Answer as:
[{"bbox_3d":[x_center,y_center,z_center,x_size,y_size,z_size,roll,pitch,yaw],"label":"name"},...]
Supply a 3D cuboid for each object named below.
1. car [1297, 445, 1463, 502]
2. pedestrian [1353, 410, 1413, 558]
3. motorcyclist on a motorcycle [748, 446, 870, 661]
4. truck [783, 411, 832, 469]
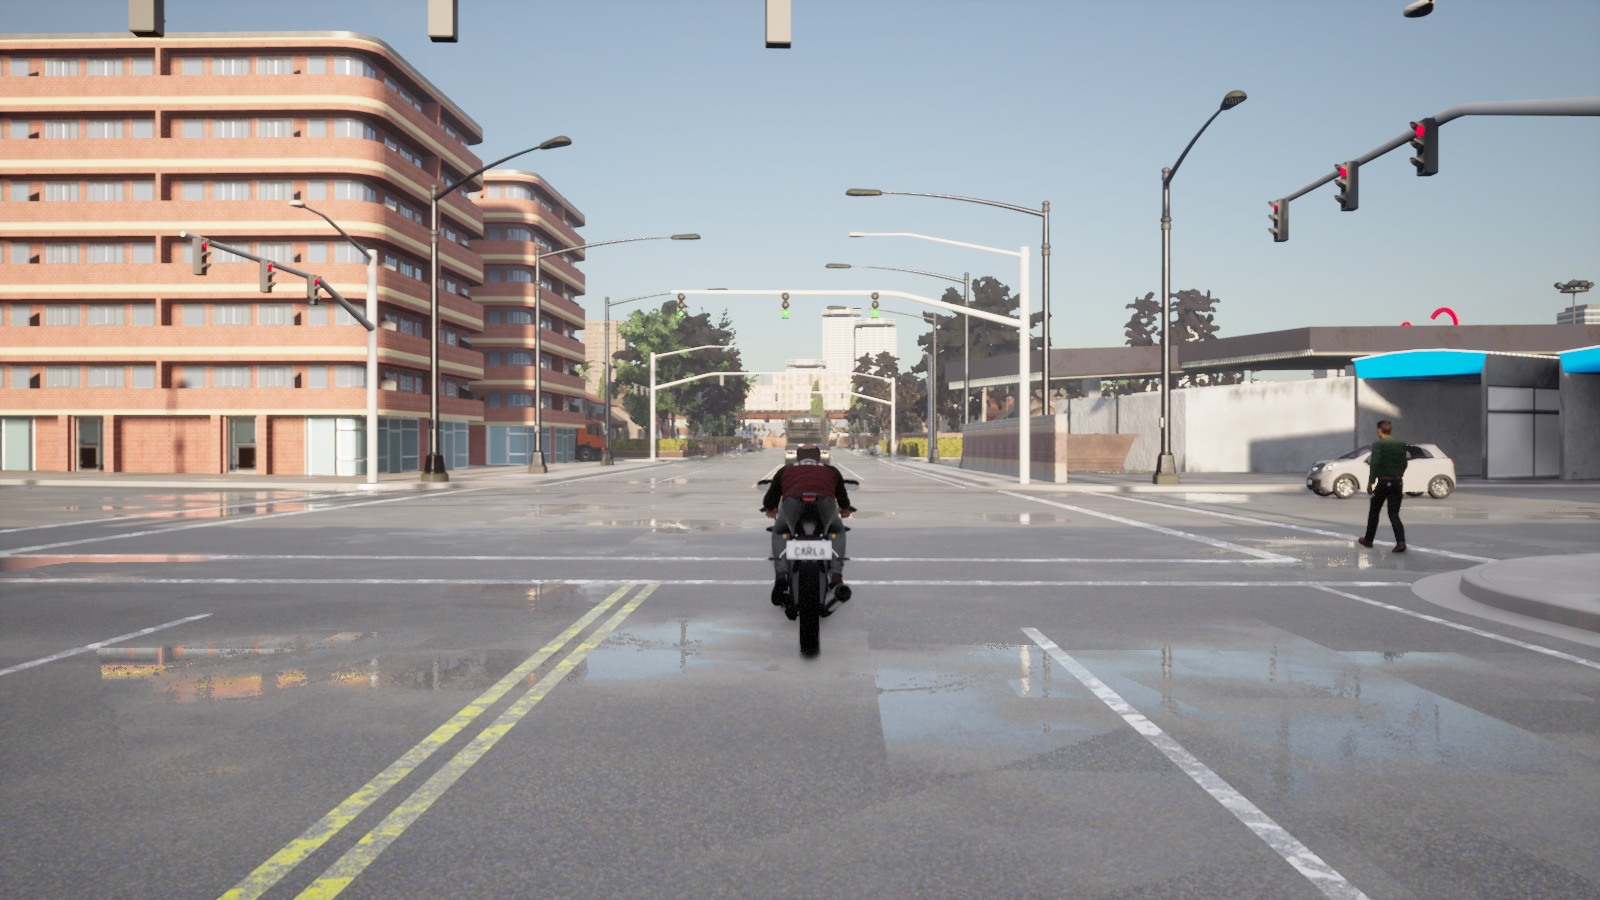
[{"bbox_3d":[15.647,0.609,34.015,3.633,1.501,1.845,0,0,1],"label":"car"},{"bbox_3d":[7.856,0.451,16.941,0.423,1.949,0.788,0,0,-2],"label":"pedestrian"},{"bbox_3d":[0.067,0.733,10.055,0.866,1.530,2.191,0,0,0],"label":"motorcyclist on a motorcycle"},{"bbox_3d":[0.460,-0.614,78.733,2.891,3.462,7.936,0,0,0],"label":"truck"}]
